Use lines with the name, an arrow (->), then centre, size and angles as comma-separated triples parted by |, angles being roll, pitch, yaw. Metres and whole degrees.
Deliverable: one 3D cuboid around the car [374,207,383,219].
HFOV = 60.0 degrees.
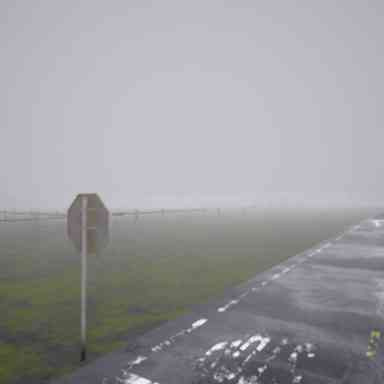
car -> 21.792, 2.348, 37.502 | 1.994, 1.385, 4.181 | -1, -1, 32
